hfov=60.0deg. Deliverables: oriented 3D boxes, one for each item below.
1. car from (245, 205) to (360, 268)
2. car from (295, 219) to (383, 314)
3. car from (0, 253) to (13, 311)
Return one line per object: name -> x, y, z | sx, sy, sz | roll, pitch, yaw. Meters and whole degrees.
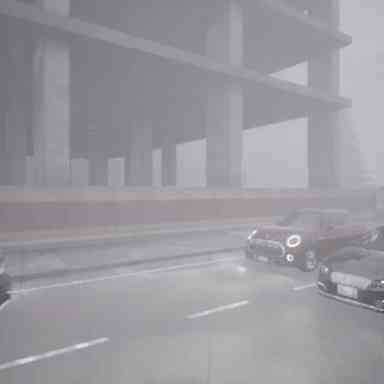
car -> 3.904, 1.355, 10.937 | 4.553, 1.767, 2.097 | 0, 0, -35
car -> 4.758, 1.495, 7.278 | 4.902, 1.511, 2.128 | 0, 0, -35
car -> -5.238, 1.492, 4.548 | 4.902, 1.511, 2.128 | 0, 0, -35
